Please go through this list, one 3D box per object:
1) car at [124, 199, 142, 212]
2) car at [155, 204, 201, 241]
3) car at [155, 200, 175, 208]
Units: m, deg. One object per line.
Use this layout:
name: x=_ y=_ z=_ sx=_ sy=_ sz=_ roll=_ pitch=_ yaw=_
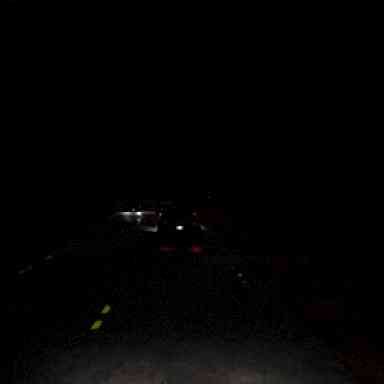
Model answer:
car: x=-6.800 y=1.500 z=38.545 sx=2.033 sy=1.411 sz=5.357 roll=0 pitch=0 yaw=-11
car: x=-0.698 y=1.529 z=16.536 sx=1.994 sy=1.385 sz=4.181 roll=0 pitch=0 yaw=-4
car: x=-2.585 y=1.477 z=32.546 sx=1.812 sy=1.442 sz=4.674 roll=0 pitch=0 yaw=-9
